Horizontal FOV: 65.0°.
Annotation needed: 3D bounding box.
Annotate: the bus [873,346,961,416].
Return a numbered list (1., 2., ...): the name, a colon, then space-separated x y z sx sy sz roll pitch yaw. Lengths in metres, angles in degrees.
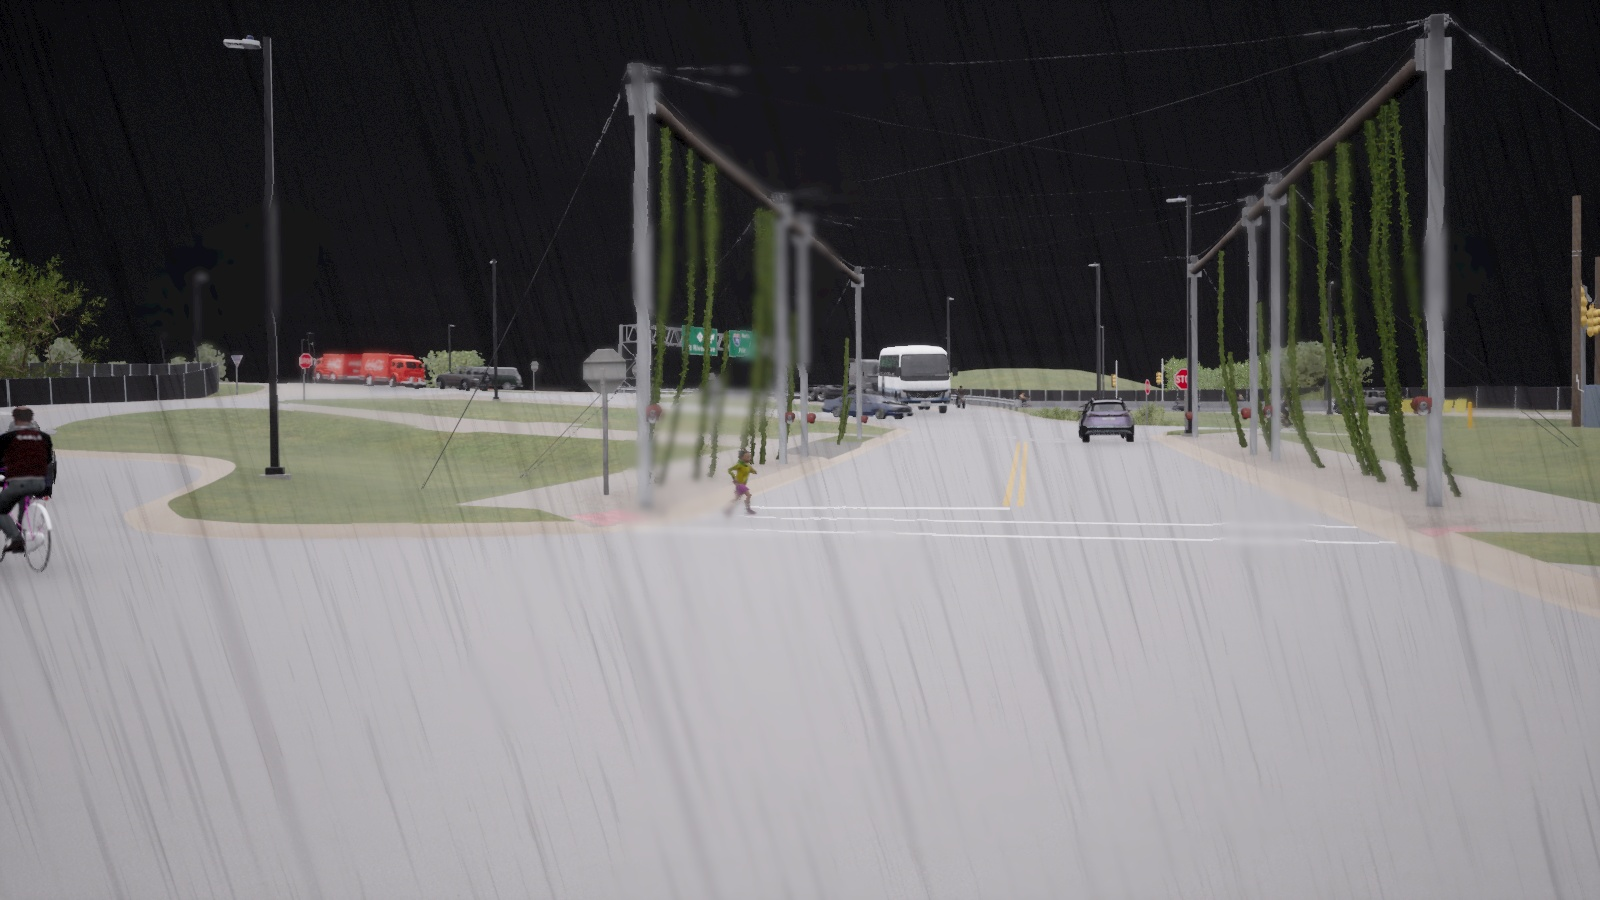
1. bus: 7.383 -4.542 81.171 3.944 4.253 10.273 -1 4 -4

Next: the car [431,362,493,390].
1. car: -25.252 -5.549 93.869 4.605 1.855 1.932 5 4 35

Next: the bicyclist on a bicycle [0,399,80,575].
1. bicyclist on a bicycle: -8.508 0.347 13.550 1.843 1.776 0.659 2 2 39

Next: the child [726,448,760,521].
1. child: -0.917 0.545 20.236 0.473 1.160 0.299 0 1 20

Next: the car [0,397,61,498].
1. car: -14.690 -0.109 22.911 2.007 1.525 4.514 -2 5 -31

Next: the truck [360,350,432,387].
1. truck: -29.908 -6.019 92.922 5.204 2.467 2.627 5 3 39

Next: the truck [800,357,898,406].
1. truck: 3.685 -5.310 96.536 2.891 3.462 7.936 -2 5 -40

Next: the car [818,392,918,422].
1. car: 3.721 -2.380 69.182 5.357 1.411 2.033 5 4 42

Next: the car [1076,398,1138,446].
1. car: 11.744 -1.118 48.284 2.033 1.649 4.856 0 3 11
